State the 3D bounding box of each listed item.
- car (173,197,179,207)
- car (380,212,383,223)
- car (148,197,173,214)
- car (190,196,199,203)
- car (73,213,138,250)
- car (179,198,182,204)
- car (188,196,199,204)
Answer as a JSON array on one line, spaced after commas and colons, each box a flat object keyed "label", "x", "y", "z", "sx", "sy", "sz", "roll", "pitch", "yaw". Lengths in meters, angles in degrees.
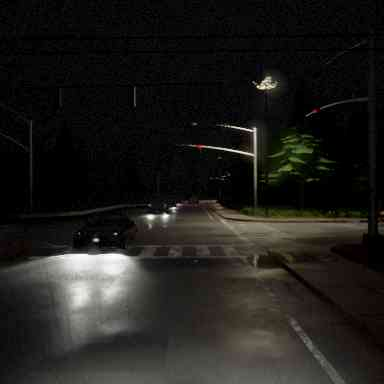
[{"label": "car", "x": -3.554, "y": 1.661, "z": 54.003, "sx": 1.837, "sy": 1.490, "sz": 4.892, "roll": 0, "pitch": 0, "yaw": 1}, {"label": "car", "x": 15.142, "y": 1.485, "z": 22.020, "sx": 5.008, "sy": 1.535, "sz": 1.882, "roll": 0, "pitch": 0, "yaw": 1}, {"label": "car", "x": -3.615, "y": 1.468, "z": 36.749, "sx": 2.097, "sy": 1.767, "sz": 4.553, "roll": 0, "pitch": -1, "yaw": 0}, {"label": "car", "x": 0.631, "y": 1.628, "z": 75.652, "sx": 1.837, "sy": 1.490, "sz": 4.892, "roll": 0, "pitch": 0, "yaw": 2}, {"label": "car", "x": -3.611, "y": 1.624, "z": 14.476, "sx": 1.994, "sy": 1.385, "sz": 4.181, "roll": 0, "pitch": 0, "yaw": 0}, {"label": "car", "x": -3.170, "y": 1.754, "z": 67.906, "sx": 1.994, "sy": 1.385, "sz": 4.181, "roll": 0, "pitch": 0, "yaw": 2}, {"label": "car", "x": 0.312, "y": 1.689, "z": 65.344, "sx": 1.812, "sy": 1.442, "sz": 4.674, "roll": 0, "pitch": 0, "yaw": 2}]
